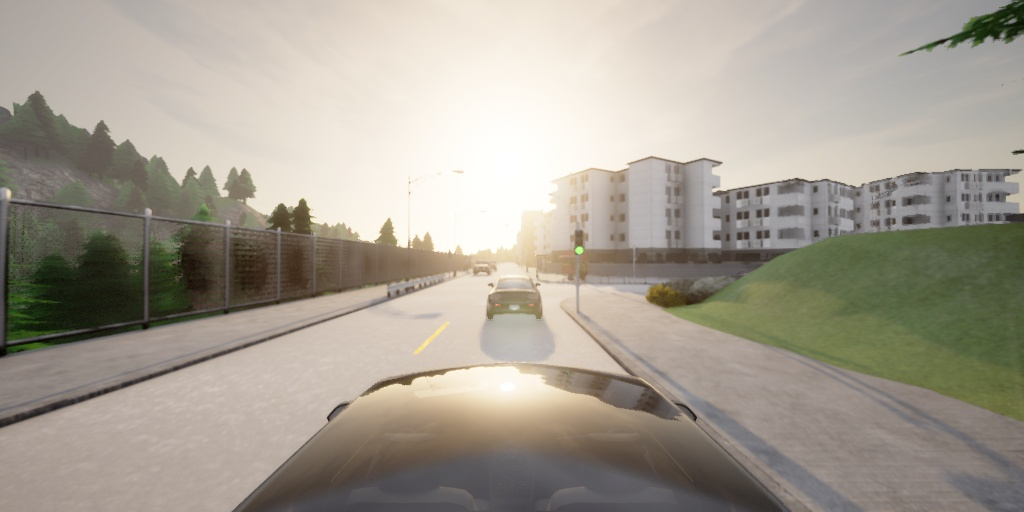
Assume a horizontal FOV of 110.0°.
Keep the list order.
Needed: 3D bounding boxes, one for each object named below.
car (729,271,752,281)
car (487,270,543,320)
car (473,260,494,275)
[{"bbox_3d":[16.354,1.628,23.568,4.718,1.301,1.895,0,-1,1],"label":"car"},{"bbox_3d":[0.085,1.420,13.153,1.812,1.442,4.674,0,-1,0],"label":"car"},{"bbox_3d":[-4.087,1.578,49.674,2.150,2.045,5.566,0,-1,1],"label":"car"}]
